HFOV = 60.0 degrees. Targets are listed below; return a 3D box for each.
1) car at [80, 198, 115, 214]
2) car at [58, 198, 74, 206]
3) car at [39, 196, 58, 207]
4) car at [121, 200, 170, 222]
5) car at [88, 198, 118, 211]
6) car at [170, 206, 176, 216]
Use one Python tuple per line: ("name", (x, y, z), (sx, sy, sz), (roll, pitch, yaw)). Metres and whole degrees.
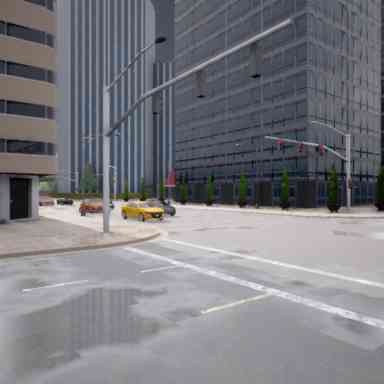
("car", (-10.418, 1.410, 35.930), (2.097, 1.767, 4.553), (0, 0, -37))
("car", (-22.053, 1.677, 57.631), (1.895, 1.301, 4.718), (0, 0, -37))
("car", (-23.895, 1.406, 54.213), (2.097, 1.767, 4.553), (0, 0, -36))
("car", (-4.144, 1.533, 27.469), (1.882, 1.535, 5.008), (0, 0, -37))
("car", (-11.773, 1.545, 43.628), (2.128, 1.511, 4.902), (0, 0, -37))
("car", (-3.403, 1.560, 32.344), (1.837, 1.490, 4.892), (0, 0, -37))
